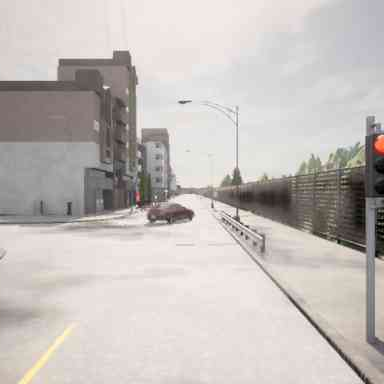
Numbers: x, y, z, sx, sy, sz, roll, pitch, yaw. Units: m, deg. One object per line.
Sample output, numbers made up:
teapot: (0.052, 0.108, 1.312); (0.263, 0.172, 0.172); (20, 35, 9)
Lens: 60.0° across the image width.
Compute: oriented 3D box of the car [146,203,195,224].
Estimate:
car: (-1.531, 1.526, 24.636); (1.812, 1.442, 4.674); (1, 0, 29)
